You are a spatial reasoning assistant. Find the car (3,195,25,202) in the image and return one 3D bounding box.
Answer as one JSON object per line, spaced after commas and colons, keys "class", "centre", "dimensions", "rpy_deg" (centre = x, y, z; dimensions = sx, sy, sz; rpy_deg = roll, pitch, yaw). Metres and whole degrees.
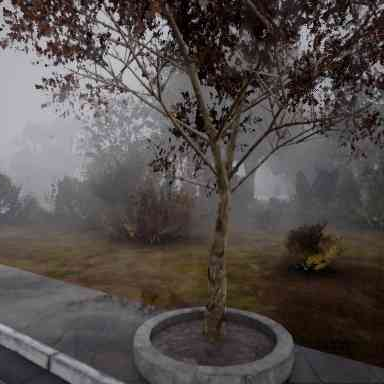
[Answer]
{"class": "car", "centre": [-22.616, 1.175, 43.304], "dimensions": [1.837, 1.490, 4.892], "rpy_deg": [1, 0, 32]}
